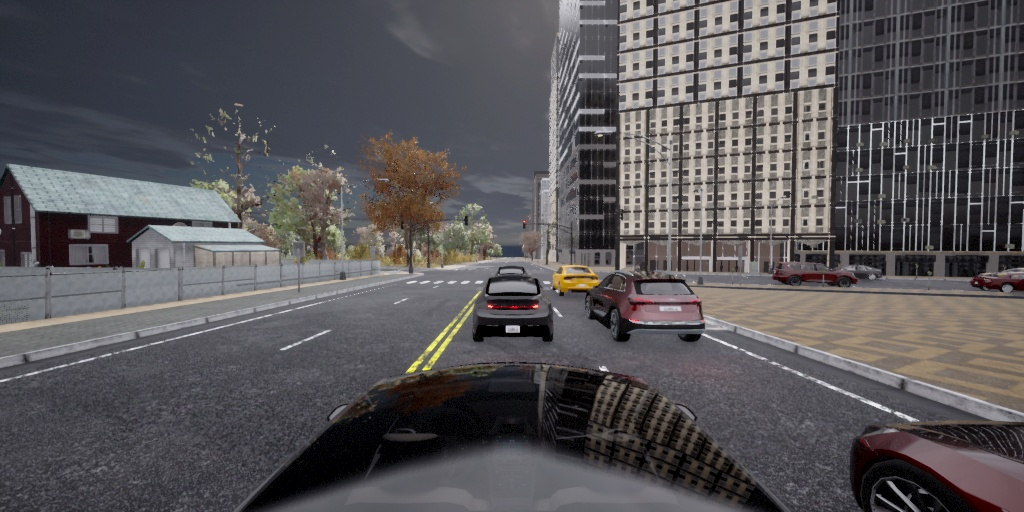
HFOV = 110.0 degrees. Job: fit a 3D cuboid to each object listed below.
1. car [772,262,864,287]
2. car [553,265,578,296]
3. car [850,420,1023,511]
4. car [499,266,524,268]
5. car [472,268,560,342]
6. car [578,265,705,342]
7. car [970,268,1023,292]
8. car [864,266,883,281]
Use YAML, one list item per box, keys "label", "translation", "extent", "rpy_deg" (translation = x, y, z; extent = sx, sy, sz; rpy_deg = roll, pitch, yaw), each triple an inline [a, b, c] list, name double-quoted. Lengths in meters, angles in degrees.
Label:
- label: "car"
  translation: [22.967, 1.393, 27.477]
  extent: [5.009, 1.841, 2.192]
  rpy_deg: [0, 0, 20]
- label: "car"
  translation: [3.285, 1.224, 19.253]
  extent: [1.882, 1.535, 5.008]
  rpy_deg: [0, 0, 0]
- label: "car"
  translation: [3.352, 1.254, 0.529]
  extent: [2.163, 1.488, 4.792]
  rpy_deg: [0, 0, 0]
- label: "car"
  translation: [-0.030, 1.251, 18.441]
  extent: [1.837, 1.490, 4.892]
  rpy_deg: [0, 0, 0]
- label: "car"
  translation: [0.030, 1.252, 9.774]
  extent: [1.837, 1.490, 4.892]
  rpy_deg: [0, 0, 0]
- label: "car"
  translation: [3.335, 1.177, 9.790]
  extent: [2.033, 1.649, 4.856]
  rpy_deg: [0, 0, 0]
- label: "car"
  translation: [33.621, 1.715, 23.599]
  extent: [4.507, 1.381, 1.888]
  rpy_deg: [0, 0, 20]
- label: "car"
  translation: [30.991, 1.468, 32.940]
  extent: [4.403, 1.370, 2.007]
  rpy_deg: [0, 0, 20]
